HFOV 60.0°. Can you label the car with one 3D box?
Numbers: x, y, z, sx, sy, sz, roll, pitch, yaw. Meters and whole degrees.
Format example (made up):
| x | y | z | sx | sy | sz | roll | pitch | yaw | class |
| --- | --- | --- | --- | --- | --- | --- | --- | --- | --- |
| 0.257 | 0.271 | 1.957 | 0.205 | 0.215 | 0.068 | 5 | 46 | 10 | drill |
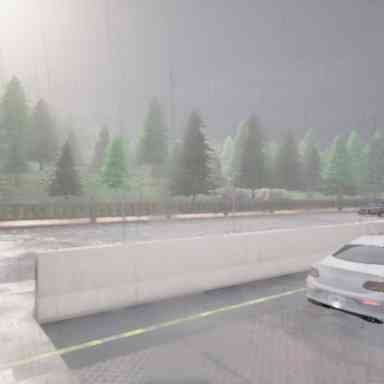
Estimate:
| x | y | z | sx | sy | sz | roll | pitch | yaw | class |
| --- | --- | --- | --- | --- | --- | --- | --- | --- | --- |
| 4.236 | 1.566 | 6.679 | 4.674 | 1.442 | 1.812 | 0 | 0 | -35 | car |
